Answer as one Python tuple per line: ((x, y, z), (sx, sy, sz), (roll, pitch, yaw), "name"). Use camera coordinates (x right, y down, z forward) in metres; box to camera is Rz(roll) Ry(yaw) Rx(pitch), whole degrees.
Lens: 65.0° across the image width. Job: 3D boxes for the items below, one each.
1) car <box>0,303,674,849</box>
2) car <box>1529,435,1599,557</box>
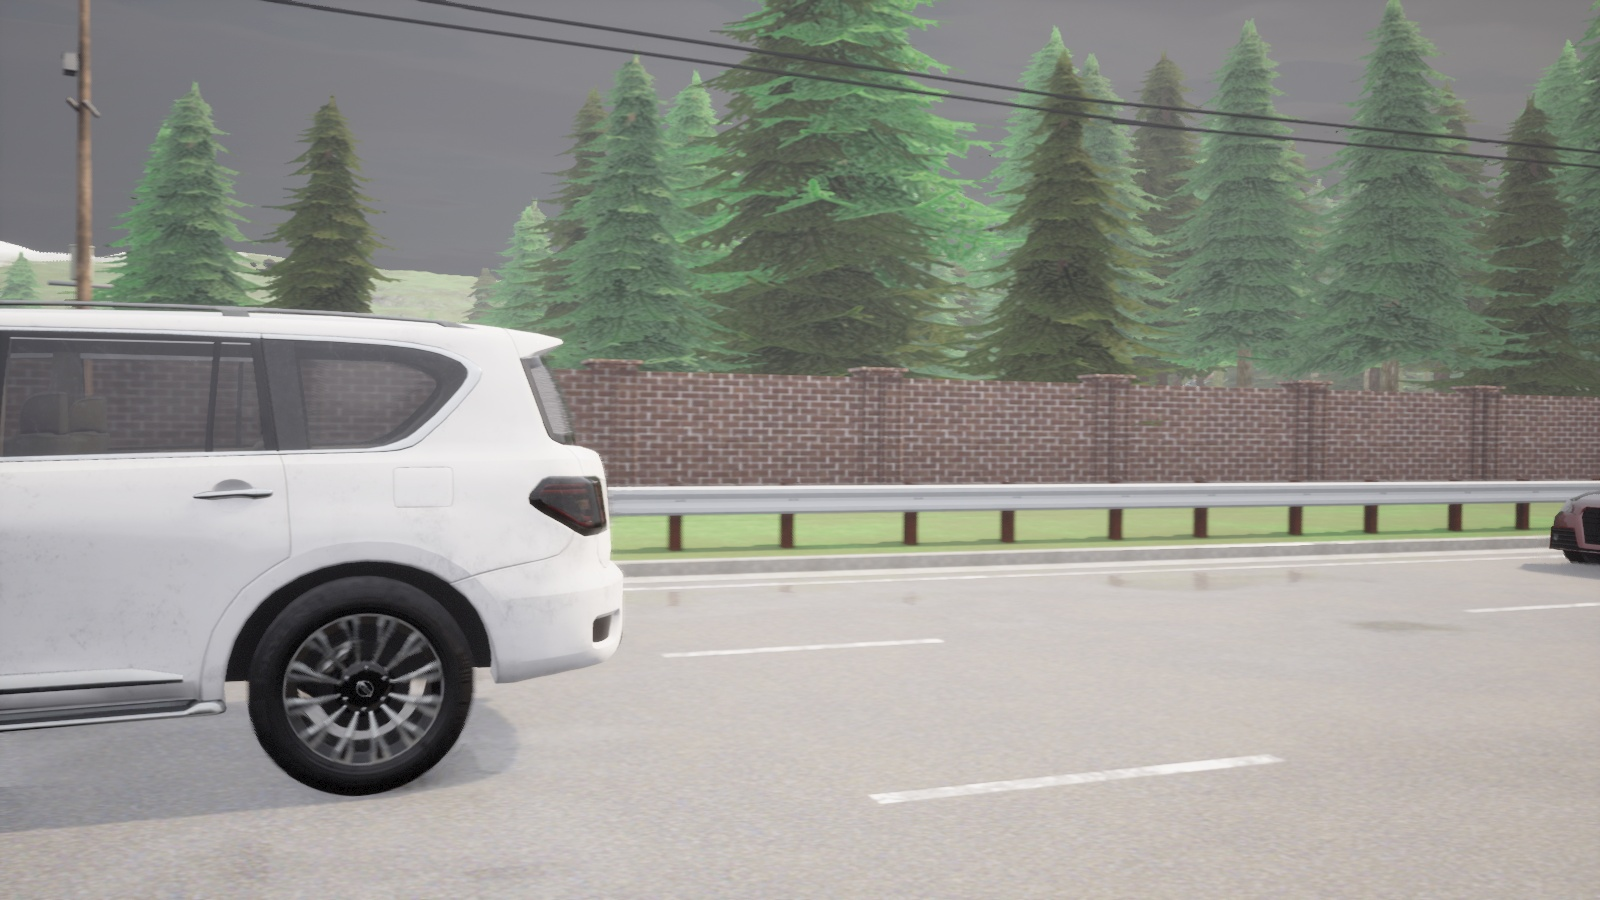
((-3.558, 0.464, 5.628), (5.566, 2.045, 2.150), (-1, 1, -21), "car")
((11.094, 0.499, 14.940), (4.181, 1.385, 1.994), (-1, 1, -21), "car")
